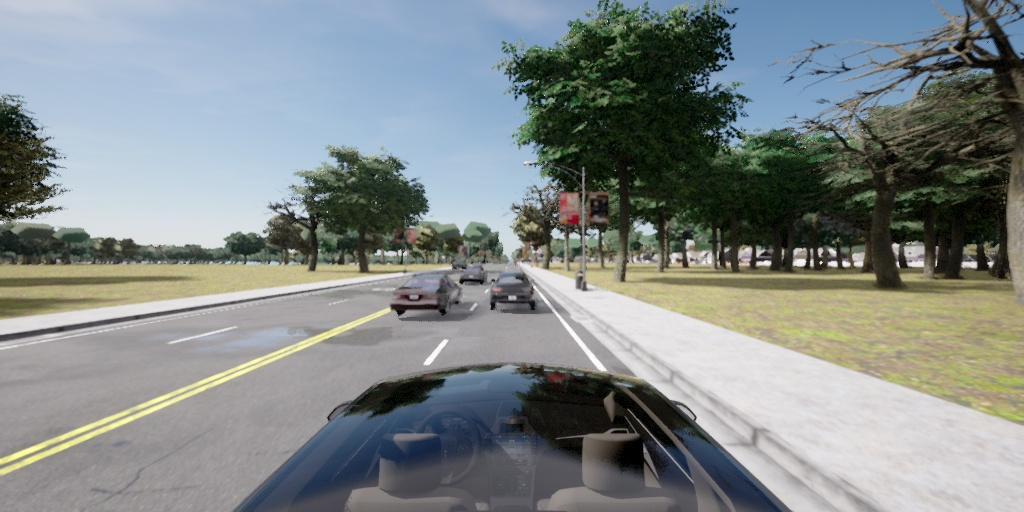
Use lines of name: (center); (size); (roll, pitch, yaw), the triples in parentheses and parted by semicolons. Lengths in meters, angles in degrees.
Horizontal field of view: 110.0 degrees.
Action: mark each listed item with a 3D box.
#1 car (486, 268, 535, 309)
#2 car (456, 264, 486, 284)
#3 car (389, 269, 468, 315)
car: (0.040, 1.424, 15.747); (1.812, 1.442, 4.674); (0, 0, 1)
car: (-3.201, 1.621, 30.379); (1.994, 1.385, 4.181); (0, -1, 1)
car: (-3.228, 1.432, 14.373); (2.033, 1.411, 5.357); (0, -1, 0)
